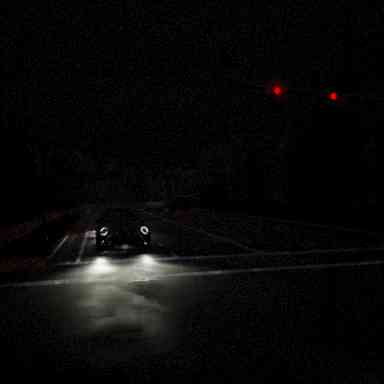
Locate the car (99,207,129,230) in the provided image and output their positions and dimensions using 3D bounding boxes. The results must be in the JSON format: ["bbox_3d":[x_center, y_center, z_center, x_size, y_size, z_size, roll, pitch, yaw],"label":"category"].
[{"bbox_3d":[-5.802,1.890,24.490,1.994,1.385,4.181,0,-1,-15],"label":"car"}]

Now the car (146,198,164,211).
[{"bbox_3d":[-5.734,1.902,51.004,2.150,2.045,5.566,0,-1,-15],"label":"car"}]

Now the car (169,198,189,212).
[{"bbox_3d":[-2.026,1.900,50.693,2.150,2.045,5.566,0,-1,-15],"label":"car"}]

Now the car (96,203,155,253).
[{"bbox_3d":[-3.153,1.552,14.909,2.097,1.767,4.553,0,-1,-16],"label":"car"}]
